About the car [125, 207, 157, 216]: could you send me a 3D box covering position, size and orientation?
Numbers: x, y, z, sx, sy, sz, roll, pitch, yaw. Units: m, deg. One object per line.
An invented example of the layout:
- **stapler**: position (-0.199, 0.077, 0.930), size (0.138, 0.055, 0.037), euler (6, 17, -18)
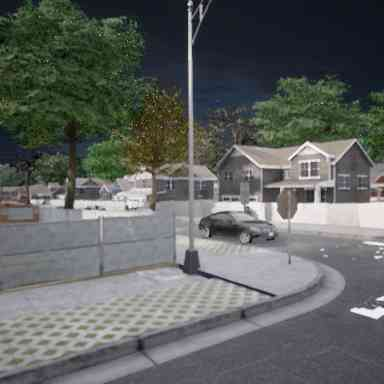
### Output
- **car**: position (-3.786, 1.836, 24.998), size (1.812, 1.442, 4.674), euler (-1, -1, -36)

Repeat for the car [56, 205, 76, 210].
- **car**: position (-15.851, 2.238, 41.689), size (1.895, 1.301, 4.718), euler (-1, -1, -36)

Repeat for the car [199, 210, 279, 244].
- **car**: position (2.181, 1.667, 16.787), size (1.812, 1.442, 4.674), euler (-1, -1, -36)

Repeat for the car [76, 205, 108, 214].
- **car**: position (-9.615, 2.035, 33.049), size (1.994, 1.385, 4.181), euler (-1, -1, -35)
